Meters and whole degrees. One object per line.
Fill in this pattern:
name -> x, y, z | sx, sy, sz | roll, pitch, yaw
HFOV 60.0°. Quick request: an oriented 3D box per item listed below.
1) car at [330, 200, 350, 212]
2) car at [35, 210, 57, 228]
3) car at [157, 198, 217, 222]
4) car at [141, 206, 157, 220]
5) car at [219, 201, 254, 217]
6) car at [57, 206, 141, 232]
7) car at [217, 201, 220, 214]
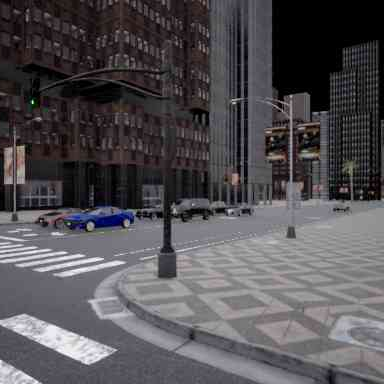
car -> 24.183, 2.430, 53.678 | 2.033, 1.411, 5.357 | 0, -1, 34
car -> -8.951, 1.795, 23.922 | 1.994, 1.385, 4.181 | 0, -1, 36
car -> -0.313, 1.607, 30.543 | 2.150, 2.045, 5.566 | 0, -1, 35
car -> -3.281, 1.974, 31.975 | 1.895, 1.301, 4.718 | 0, -1, 35
car -> 5.612, 2.027, 38.935 | 2.128, 1.511, 4.902 | 0, -1, 35
car -> -6.086, 1.718, 22.350 | 1.882, 1.535, 5.008 | 0, -1, 35
car -> 2.542, 1.873, 40.226 | 2.097, 1.767, 4.553 | 0, -1, 35
